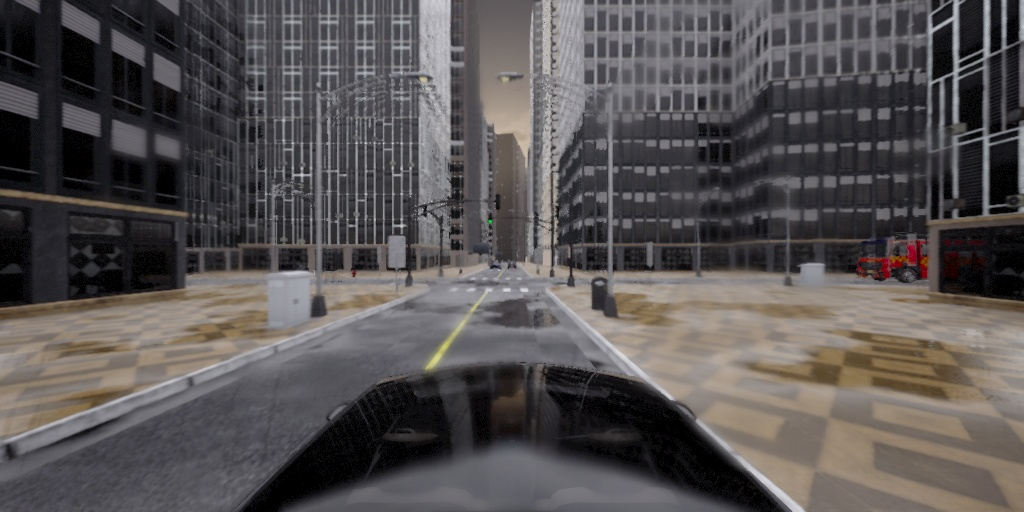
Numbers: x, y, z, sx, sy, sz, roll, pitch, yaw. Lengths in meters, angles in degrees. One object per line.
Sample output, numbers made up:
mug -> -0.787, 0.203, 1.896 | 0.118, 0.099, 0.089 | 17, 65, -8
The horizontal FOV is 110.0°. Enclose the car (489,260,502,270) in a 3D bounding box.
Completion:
car -> -3.013, 1.611, 65.374 | 2.097, 1.767, 4.553 | 0, -1, 0

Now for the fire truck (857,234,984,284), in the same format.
fire truck -> 33.230, 0.212, 28.565 | 8.468, 3.827, 2.891 | 0, 0, 8
